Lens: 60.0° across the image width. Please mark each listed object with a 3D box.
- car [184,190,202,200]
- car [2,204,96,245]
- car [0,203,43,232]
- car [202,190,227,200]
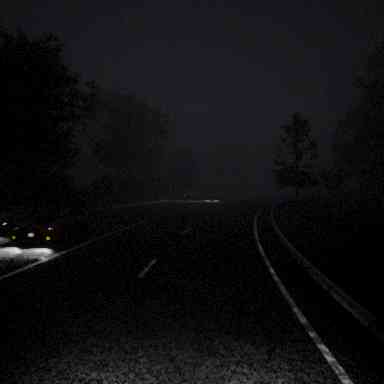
[{"bbox_3d":[0.477,0.439,49.759,1.837,1.490,4.892,-1,1,25],"label":"car"},{"bbox_3d":[-5.906,1.404,14.690,1.994,1.385,4.181,0,1,8],"label":"car"},{"bbox_3d":[-8.964,1.319,18.037,2.033,1.411,5.357,0,1,9],"label":"car"},{"bbox_3d":[3.598,0.468,48.173,1.994,1.385,4.181,-1,1,24],"label":"car"}]
